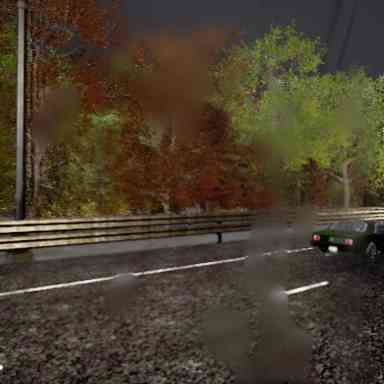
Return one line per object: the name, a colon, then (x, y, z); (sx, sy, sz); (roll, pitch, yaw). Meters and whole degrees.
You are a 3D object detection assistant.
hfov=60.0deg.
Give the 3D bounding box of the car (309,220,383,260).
car: (6.742, 1.726, 12.941); (4.718, 1.301, 1.895); (1, 0, -36)
